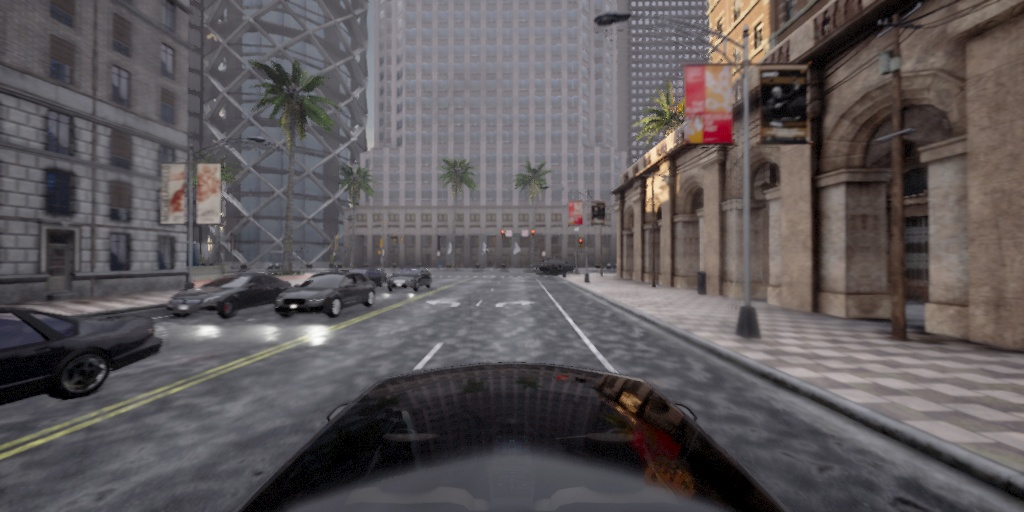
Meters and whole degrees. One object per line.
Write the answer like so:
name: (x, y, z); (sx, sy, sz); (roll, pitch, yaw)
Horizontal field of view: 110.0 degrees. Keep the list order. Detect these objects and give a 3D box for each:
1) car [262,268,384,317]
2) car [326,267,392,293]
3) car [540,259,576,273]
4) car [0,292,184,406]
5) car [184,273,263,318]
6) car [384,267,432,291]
car: (-6.905, 1.380, 13.865); (1.837, 1.490, 4.892); (0, -1, 1)
car: (-10.132, 1.529, 24.317); (2.033, 1.411, 5.357); (0, -1, 2)
car: (6.793, 1.490, 52.936); (5.566, 2.045, 2.150); (1, -5, -28)
car: (-7.100, 1.322, 3.890); (2.033, 1.411, 5.357); (0, -1, 1)
car: (-10.405, 1.400, 13.761); (1.812, 1.442, 4.674); (0, -1, 2)
car: (-6.644, 1.467, 23.744); (2.128, 1.511, 4.902); (0, -1, 2)
